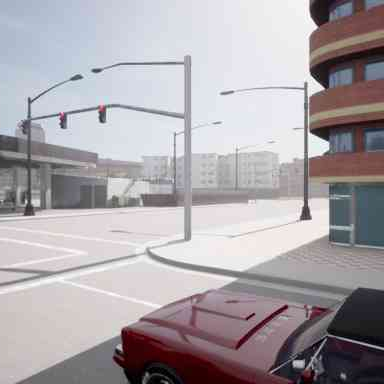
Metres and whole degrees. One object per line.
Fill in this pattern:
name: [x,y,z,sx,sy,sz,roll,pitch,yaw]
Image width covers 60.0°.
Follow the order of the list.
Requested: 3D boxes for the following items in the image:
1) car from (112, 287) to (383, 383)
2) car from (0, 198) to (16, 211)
car: [1.498,1.601,2.905,4.718,1.301,1.895,0,0,36]
car: [-22.368,1.456,38.855,3.806,1.475,1.970,0,0,36]
